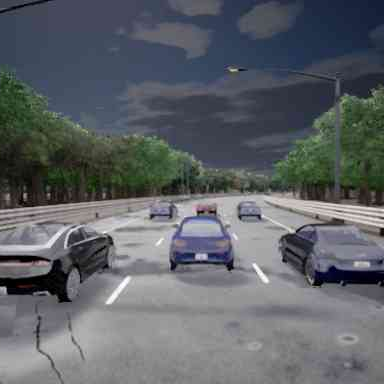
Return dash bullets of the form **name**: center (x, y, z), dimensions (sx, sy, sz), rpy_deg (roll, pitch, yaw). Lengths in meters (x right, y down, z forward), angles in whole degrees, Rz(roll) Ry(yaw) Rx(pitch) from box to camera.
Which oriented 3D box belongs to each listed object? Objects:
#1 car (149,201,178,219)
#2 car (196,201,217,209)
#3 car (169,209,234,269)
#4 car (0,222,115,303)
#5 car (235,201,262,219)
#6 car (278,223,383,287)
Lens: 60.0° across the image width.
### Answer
- **car**: center (-2.323, 1.486, 28.127), dimensions (2.033, 1.411, 5.357), rpy_deg (0, 0, 4)
- **car**: center (1.482, 1.536, 31.846), dimensions (1.895, 1.301, 4.718), rpy_deg (0, 0, 5)
- **car**: center (0.314, 1.502, 10.911), dimensions (1.812, 1.442, 4.674), rpy_deg (0, 0, 2)
- **car**: center (-3.262, 1.470, 8.129), dimensions (2.128, 1.511, 4.902), rpy_deg (0, 0, 1)
- **car**: center (4.689, 1.493, 28.047), dimensions (2.033, 1.411, 5.357), rpy_deg (0, 0, 4)
- **car**: center (3.772, 1.547, 9.283), dimensions (1.994, 1.385, 4.181), rpy_deg (0, 0, 1)
